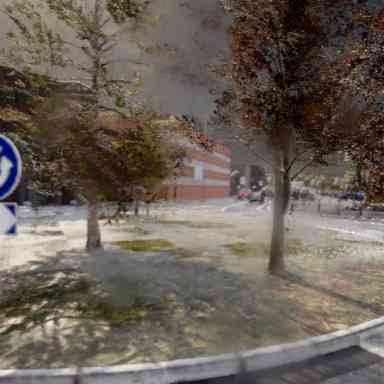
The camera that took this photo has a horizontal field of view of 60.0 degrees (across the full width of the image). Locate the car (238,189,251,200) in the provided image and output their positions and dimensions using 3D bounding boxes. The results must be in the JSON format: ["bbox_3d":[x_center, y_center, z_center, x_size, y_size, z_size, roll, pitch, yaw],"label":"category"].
[{"bbox_3d":[9.869,0.434,61.489,2.150,2.045,5.566,2,1,17],"label":"car"}]

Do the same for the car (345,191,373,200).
[{"bbox_3d":[35.575,0.962,70.078,4.553,1.767,2.185,2,2,16],"label":"car"}]

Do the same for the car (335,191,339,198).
[{"bbox_3d":[39.519,0.986,83.644,4.892,1.521,2.231,2,1,16],"label":"car"}]

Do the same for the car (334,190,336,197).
[{"bbox_3d":[40.297,0.959,86.358,5.008,1.535,2.097,2,1,16],"label":"car"}]

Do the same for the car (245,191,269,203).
[{"bbox_3d":[9.773,0.926,49.671,2.033,1.411,5.357,2,1,17],"label":"car"}]

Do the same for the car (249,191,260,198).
[{"bbox_3d":[14.439,0.607,76.606,2.128,1.511,4.902,2,1,17],"label":"car"}]

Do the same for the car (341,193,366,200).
[{"bbox_3d":[37.976,1.034,78.212,4.892,1.521,2.231,2,1,16],"label":"car"}]

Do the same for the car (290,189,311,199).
[{"bbox_3d":[24.285,0.487,76.167,5.566,2.045,2.435,2,1,16],"label":"car"}]

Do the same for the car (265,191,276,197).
[{"bbox_3d":[19.277,0.484,81.449,2.128,1.511,4.902,2,1,16],"label":"car"}]

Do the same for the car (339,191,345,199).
[{"bbox_3d":[37.205,0.802,75.622,5.566,2.045,2.435,2,1,16],"label":"car"}]

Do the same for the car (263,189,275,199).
[{"bbox_3d":[16.190,0.449,71.100,2.150,2.045,5.566,2,1,17],"label":"car"}]
